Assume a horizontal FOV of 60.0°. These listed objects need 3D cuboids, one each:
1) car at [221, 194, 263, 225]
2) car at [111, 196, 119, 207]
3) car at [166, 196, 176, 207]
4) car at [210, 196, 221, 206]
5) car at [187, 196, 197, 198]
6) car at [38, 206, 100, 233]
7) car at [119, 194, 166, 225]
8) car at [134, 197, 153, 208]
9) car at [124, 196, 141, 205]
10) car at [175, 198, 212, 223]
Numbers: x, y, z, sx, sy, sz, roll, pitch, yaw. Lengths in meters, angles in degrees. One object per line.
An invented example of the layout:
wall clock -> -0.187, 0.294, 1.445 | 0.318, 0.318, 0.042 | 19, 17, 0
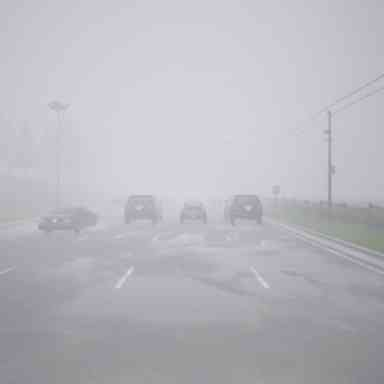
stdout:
car -> 3.604, 1.175, 24.004 | 2.150, 2.045, 5.566 | 0, 0, 0
car -> -10.493, 1.384, 48.798 | 1.882, 1.535, 5.008 | 0, 0, 0
car -> -3.482, 1.410, 49.990 | 1.837, 1.490, 4.892 | 0, 1, 0
car -> 3.522, 1.380, 50.467 | 1.882, 1.535, 5.008 | 0, 0, 0
car -> 0.027, 1.379, 50.952 | 1.882, 1.535, 5.008 | 0, 0, 0
car -> -6.897, 1.510, 19.217 | 2.033, 1.411, 5.357 | 0, 0, 0
car -> -3.396, 1.175, 23.949 | 2.150, 2.045, 5.566 | 0, 0, 0
car -> -6.993, 1.453, 48.768 | 2.033, 1.411, 5.357 | 0, 0, 0
car -> -10.491, 1.433, 59.218 | 2.033, 1.411, 5.357 | 0, 0, 0
car -> 0.106, 1.444, 24.708 | 2.128, 1.511, 4.902 | 0, 0, 0
